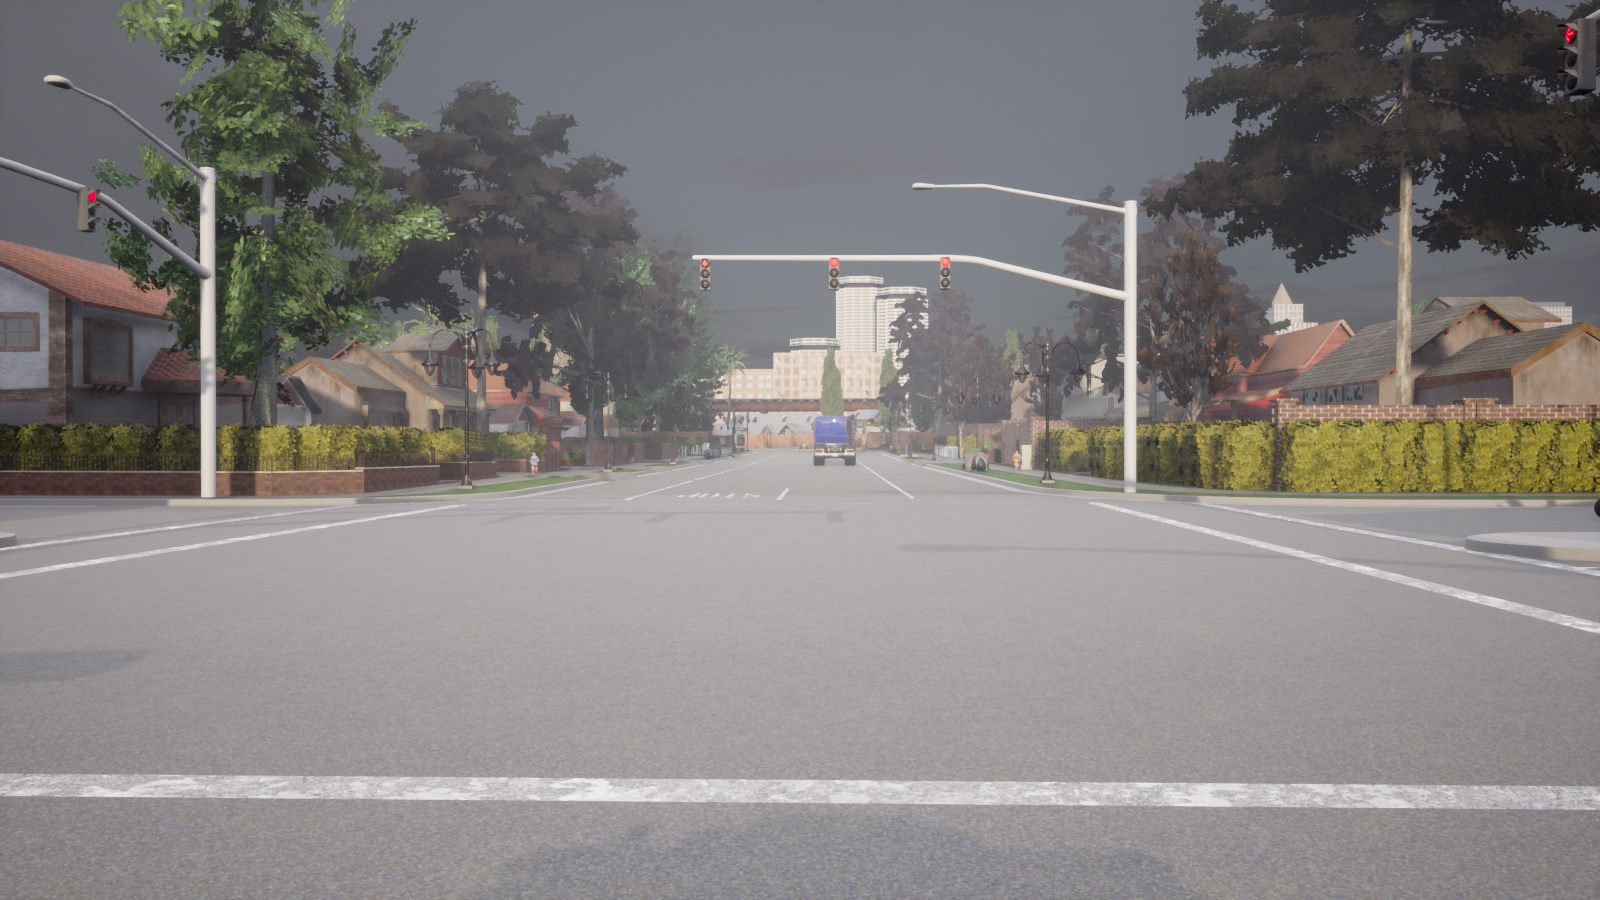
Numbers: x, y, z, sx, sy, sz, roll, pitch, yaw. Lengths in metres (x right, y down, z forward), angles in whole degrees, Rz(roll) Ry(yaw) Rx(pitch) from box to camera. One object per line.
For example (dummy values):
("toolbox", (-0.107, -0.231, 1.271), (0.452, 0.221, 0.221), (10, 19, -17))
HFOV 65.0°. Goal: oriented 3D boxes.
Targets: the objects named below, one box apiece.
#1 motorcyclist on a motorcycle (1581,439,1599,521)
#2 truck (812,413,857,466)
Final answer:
("motorcyclist on a motorcycle", (16.364, 0.575, 24.398), (1.817, 1.590, 0.866), (0, 0, 1))
("truck", (2.340, -0.724, 85.449), (2.891, 3.462, 7.936), (0, 0, 1))
